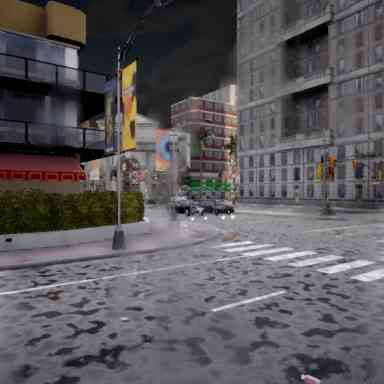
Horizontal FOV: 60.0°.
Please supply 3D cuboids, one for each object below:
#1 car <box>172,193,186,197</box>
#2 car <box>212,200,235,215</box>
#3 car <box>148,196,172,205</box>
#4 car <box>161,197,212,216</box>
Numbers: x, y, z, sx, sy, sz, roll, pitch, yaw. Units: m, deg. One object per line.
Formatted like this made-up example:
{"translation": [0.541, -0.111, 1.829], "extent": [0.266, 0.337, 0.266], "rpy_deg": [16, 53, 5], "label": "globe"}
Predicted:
{"translation": [-2.554, 1.221, 62.282], "extent": [2.150, 2.045, 5.566], "rpy_deg": [0, 0, -15], "label": "car"}
{"translation": [2.039, 1.547, 34.455], "extent": [2.033, 1.411, 5.357], "rpy_deg": [0, 0, -35], "label": "car"}
{"translation": [-6.266, 1.505, 59.597], "extent": [1.837, 1.490, 4.892], "rpy_deg": [0, 0, -44], "label": "car"}
{"translation": [-0.645, 1.492, 32.190], "extent": [2.128, 1.511, 4.902], "rpy_deg": [0, 0, -35], "label": "car"}
